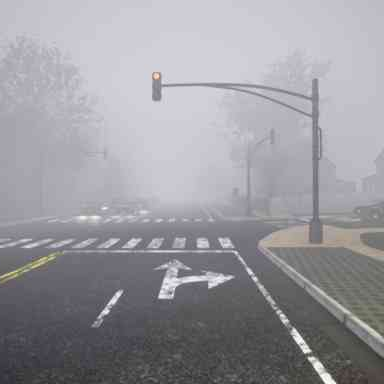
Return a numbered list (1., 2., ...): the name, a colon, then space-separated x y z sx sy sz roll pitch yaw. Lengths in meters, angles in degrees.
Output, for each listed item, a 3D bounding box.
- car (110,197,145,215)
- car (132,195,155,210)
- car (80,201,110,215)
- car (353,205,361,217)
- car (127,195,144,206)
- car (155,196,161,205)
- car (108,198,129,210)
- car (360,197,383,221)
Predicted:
1. car: -6.576 1.565 34.376 2.033 1.411 5.357 0 0 0
2. car: -6.566 1.517 44.253 2.128 1.511 4.902 0 0 0
3. car: -9.826 1.581 33.684 1.994 1.385 4.181 0 0 0
4. car: 13.176 1.035 22.518 4.181 1.385 1.994 -2 -1 -6
5. car: -9.788 1.397 57.903 2.097 1.767 4.553 0 0 0
6. car: -6.543 1.396 57.419 2.097 1.767 4.553 0 0 0
7. car: -9.815 1.534 44.723 1.837 1.490 4.892 0 0 0
8. car: 12.869 1.052 19.532 4.718 1.301 1.895 -2 -1 -6
